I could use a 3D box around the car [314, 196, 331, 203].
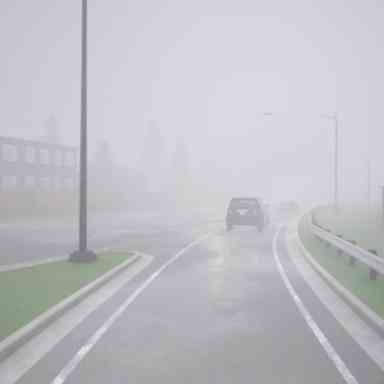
[{"bbox_3d":[32.249,1.883,81.736,2.097,1.767,4.553,0,0,32],"label":"car"}]

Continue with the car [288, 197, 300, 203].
[{"bbox_3d":[26.299,2.065,85.425,1.994,1.385,4.181,0,0,32],"label":"car"}]

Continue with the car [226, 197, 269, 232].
[{"bbox_3d":[3.662,1.335,21.382,2.150,2.045,5.566,0,0,18],"label":"car"}]

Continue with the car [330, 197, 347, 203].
[{"bbox_3d":[35.261,2.132,79.954,1.895,1.301,4.718,0,0,32],"label":"car"}]

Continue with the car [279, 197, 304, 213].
[{"bbox_3d":[12.114,1.737,41.407,2.128,1.511,4.902,0,0,28],"label":"car"}]

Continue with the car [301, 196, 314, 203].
[{"bbox_3d":[29.063,2.017,83.238,1.837,1.490,4.892,0,0,32],"label":"car"}]
